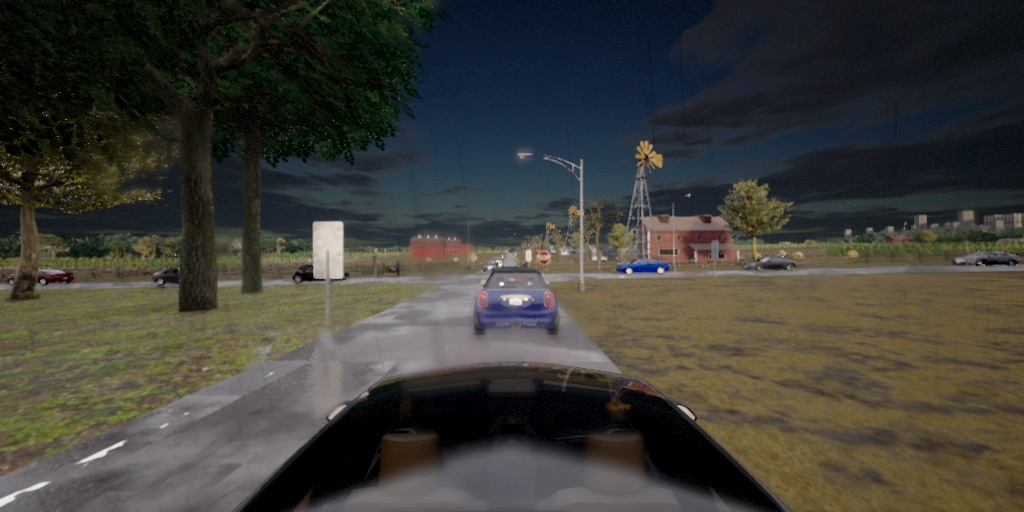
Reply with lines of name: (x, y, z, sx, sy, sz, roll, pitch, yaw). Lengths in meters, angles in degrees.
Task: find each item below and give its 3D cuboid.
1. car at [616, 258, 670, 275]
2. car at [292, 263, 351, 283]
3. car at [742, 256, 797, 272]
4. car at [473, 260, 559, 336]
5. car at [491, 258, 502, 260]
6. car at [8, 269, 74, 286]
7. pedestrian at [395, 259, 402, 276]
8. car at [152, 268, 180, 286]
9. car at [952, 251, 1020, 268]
car: (12.678, 0.968, 34.948, 5.008, 1.535, 1.882, -1, 1, -1)
car: (-17.030, 1.458, 32.232, 4.553, 1.767, 2.097, -1, 1, 0)
car: (25.077, 0.767, 34.930, 4.674, 1.442, 1.812, -1, 1, 0)
car: (0.099, 1.100, 10.583, 2.097, 1.767, 4.553, 0, 0, 0)
car: (-2.812, 1.337, 47.710, 2.128, 1.511, 4.902, 0, 0, 0)
car: (-46.357, 2.060, 35.298, 5.008, 1.535, 1.882, -1, 1, 1)
pedestrian: (-12.131, 1.237, 38.175, 0.375, 1.860, 0.375, 0, 2, 0)
car: (-29.430, 1.836, 32.308, 4.892, 1.490, 1.837, 0, 1, 0)
car: (45.834, 0.304, 34.739, 4.902, 1.511, 2.128, -1, 1, 1)
